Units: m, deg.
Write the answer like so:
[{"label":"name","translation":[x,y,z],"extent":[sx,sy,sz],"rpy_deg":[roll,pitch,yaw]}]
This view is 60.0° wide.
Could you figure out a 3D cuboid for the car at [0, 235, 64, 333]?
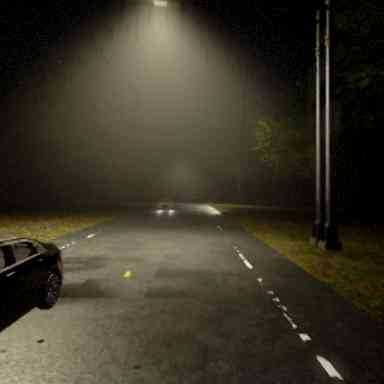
[{"label":"car","translation":[-3.600,1.491,5.070],"extent":[2.128,1.511,4.902],"rpy_deg":[0,0,0]}]

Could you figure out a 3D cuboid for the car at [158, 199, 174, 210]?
[{"label":"car","translation":[-3.596,1.691,46.402],"extent":[1.882,1.535,5.008],"rpy_deg":[0,0,0]}]
